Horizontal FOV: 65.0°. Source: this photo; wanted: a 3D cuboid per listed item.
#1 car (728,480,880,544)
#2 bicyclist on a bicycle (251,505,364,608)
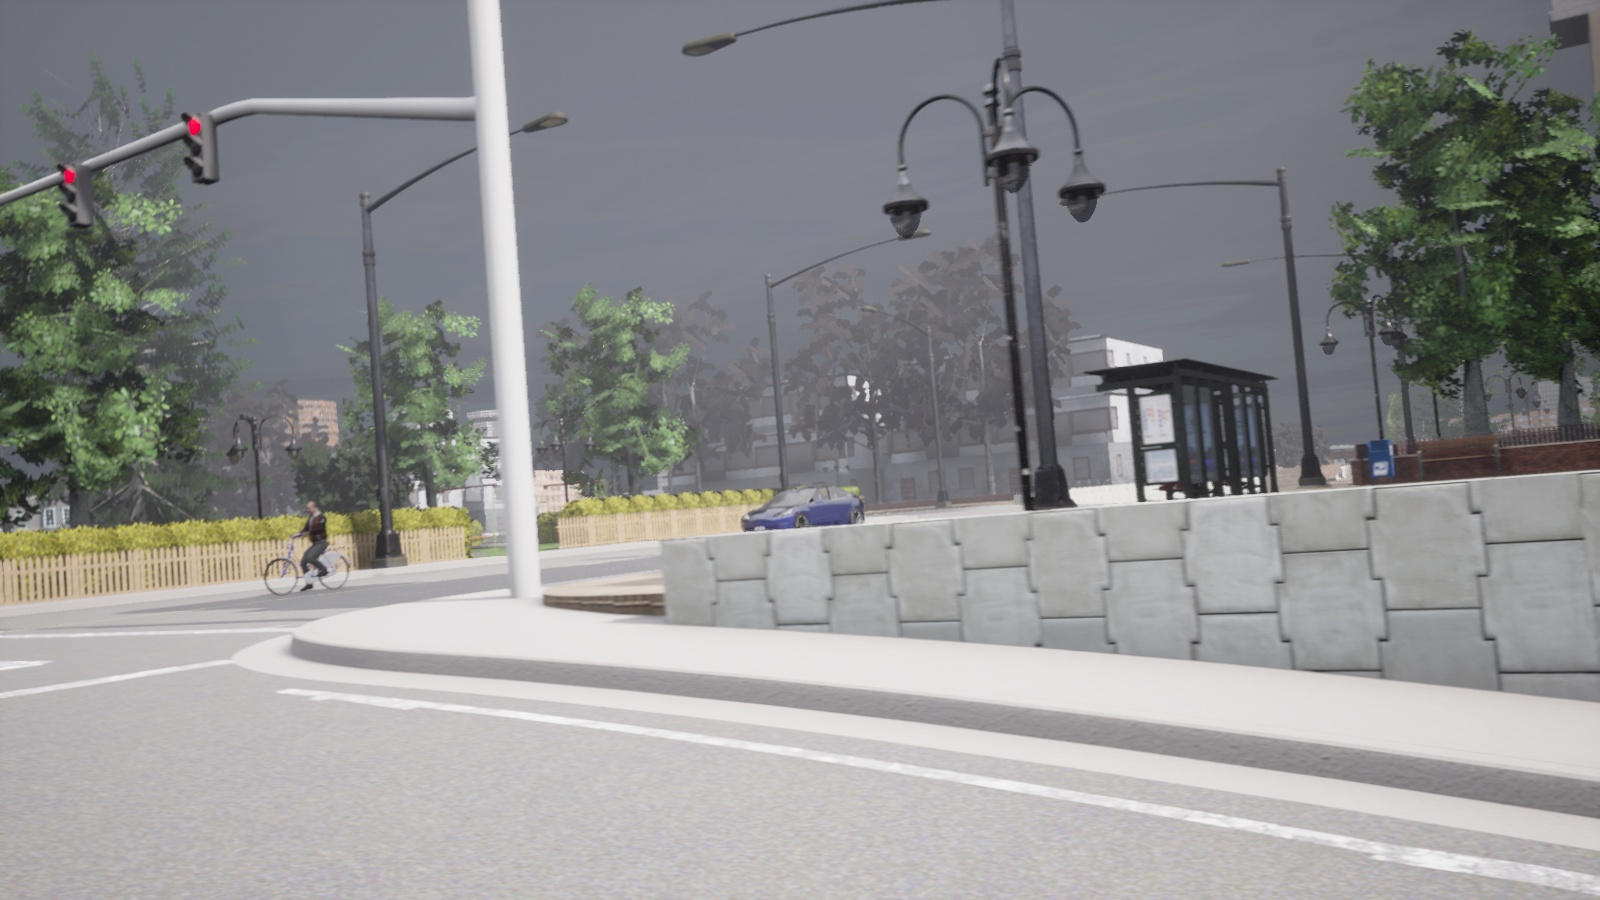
[{"bbox_3d":[0.206,1.846,38.175,2.163,1.488,4.792,-7,-3,34],"label":"car"},{"bbox_3d":[-9.434,2.022,24.119,0.659,1.776,1.843,-7,-3,34],"label":"bicyclist on a bicycle"}]
